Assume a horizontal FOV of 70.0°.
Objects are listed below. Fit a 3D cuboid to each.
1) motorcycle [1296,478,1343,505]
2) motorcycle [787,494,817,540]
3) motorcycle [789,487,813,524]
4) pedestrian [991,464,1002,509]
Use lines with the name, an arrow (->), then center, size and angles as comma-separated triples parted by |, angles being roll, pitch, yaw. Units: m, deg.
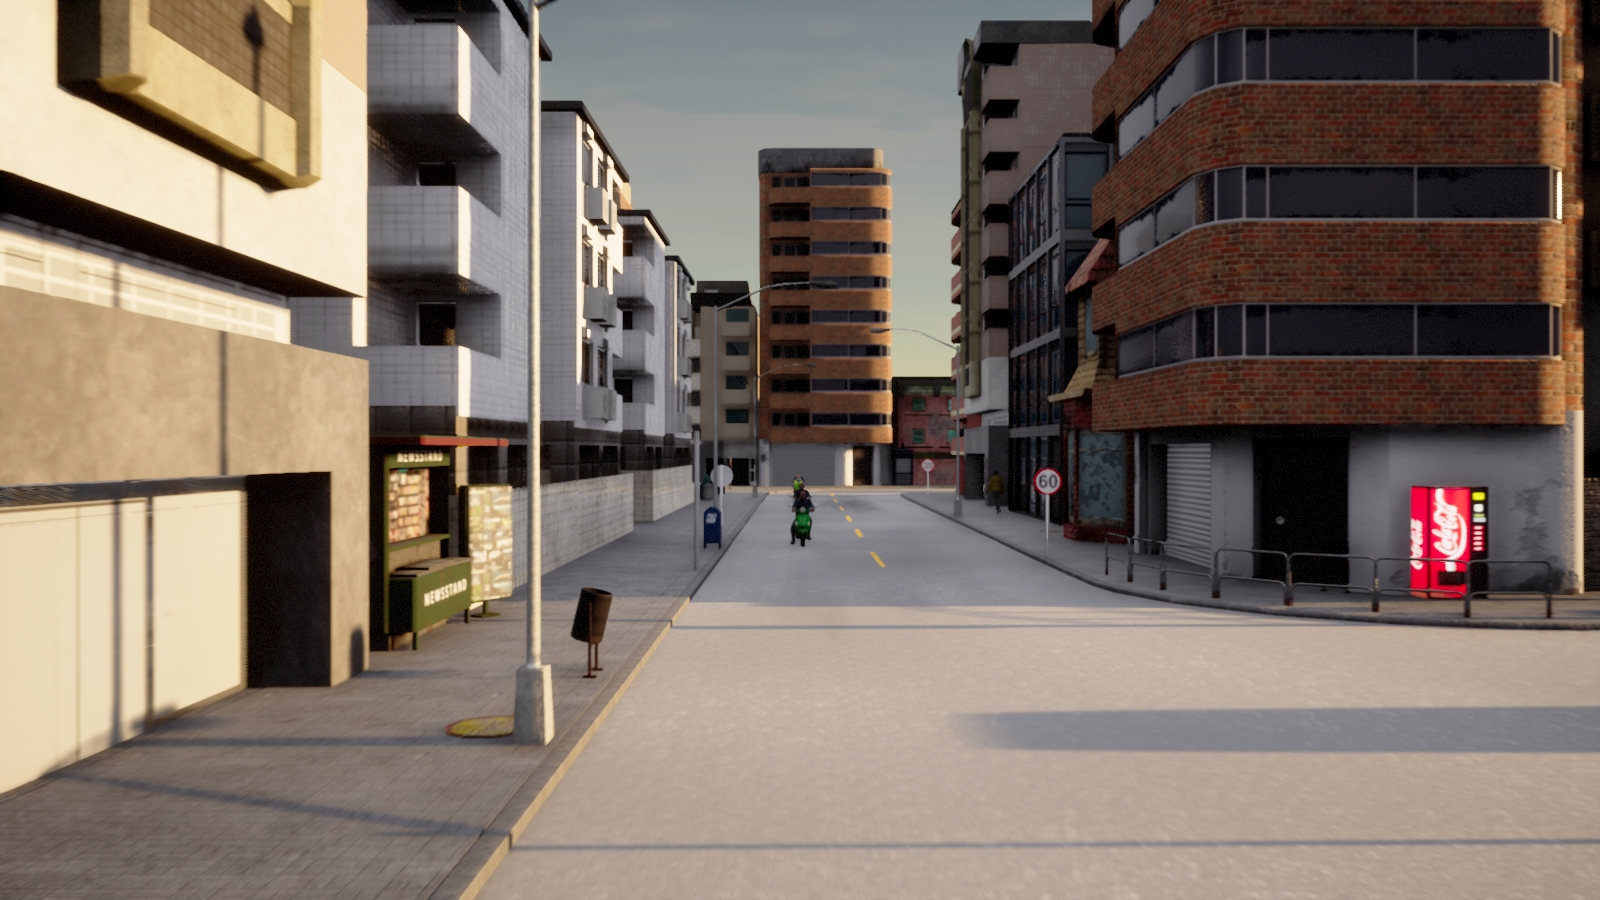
motorcycle -> 24.406, 1.962, 53.666 | 1.805, 1.236, 0.856 | 0, 0, 2
motorcycle -> 0.072, 1.962, 33.609 | 0.856, 1.236, 1.805 | 0, 0, 0
motorcycle -> 0.047, 1.962, 40.729 | 0.856, 1.236, 1.805 | 0, 0, 0
pedestrian -> 8.249, 1.523, 47.918 | 0.375, 1.860, 0.375 | 0, 0, -8
